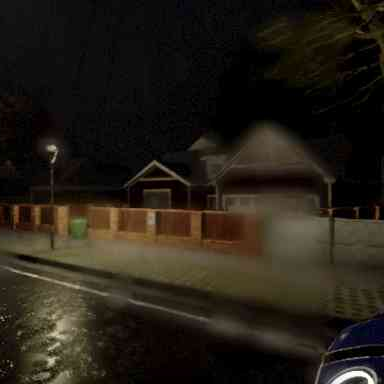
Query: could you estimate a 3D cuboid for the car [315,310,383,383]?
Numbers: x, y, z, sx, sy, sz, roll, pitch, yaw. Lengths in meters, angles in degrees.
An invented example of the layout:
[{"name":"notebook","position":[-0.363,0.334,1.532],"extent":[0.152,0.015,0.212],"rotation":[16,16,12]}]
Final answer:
[{"name":"car","position":[3.043,1.344,1.820],"extent":[4.553,1.767,2.097],"rotation":[0,0,36]}]
